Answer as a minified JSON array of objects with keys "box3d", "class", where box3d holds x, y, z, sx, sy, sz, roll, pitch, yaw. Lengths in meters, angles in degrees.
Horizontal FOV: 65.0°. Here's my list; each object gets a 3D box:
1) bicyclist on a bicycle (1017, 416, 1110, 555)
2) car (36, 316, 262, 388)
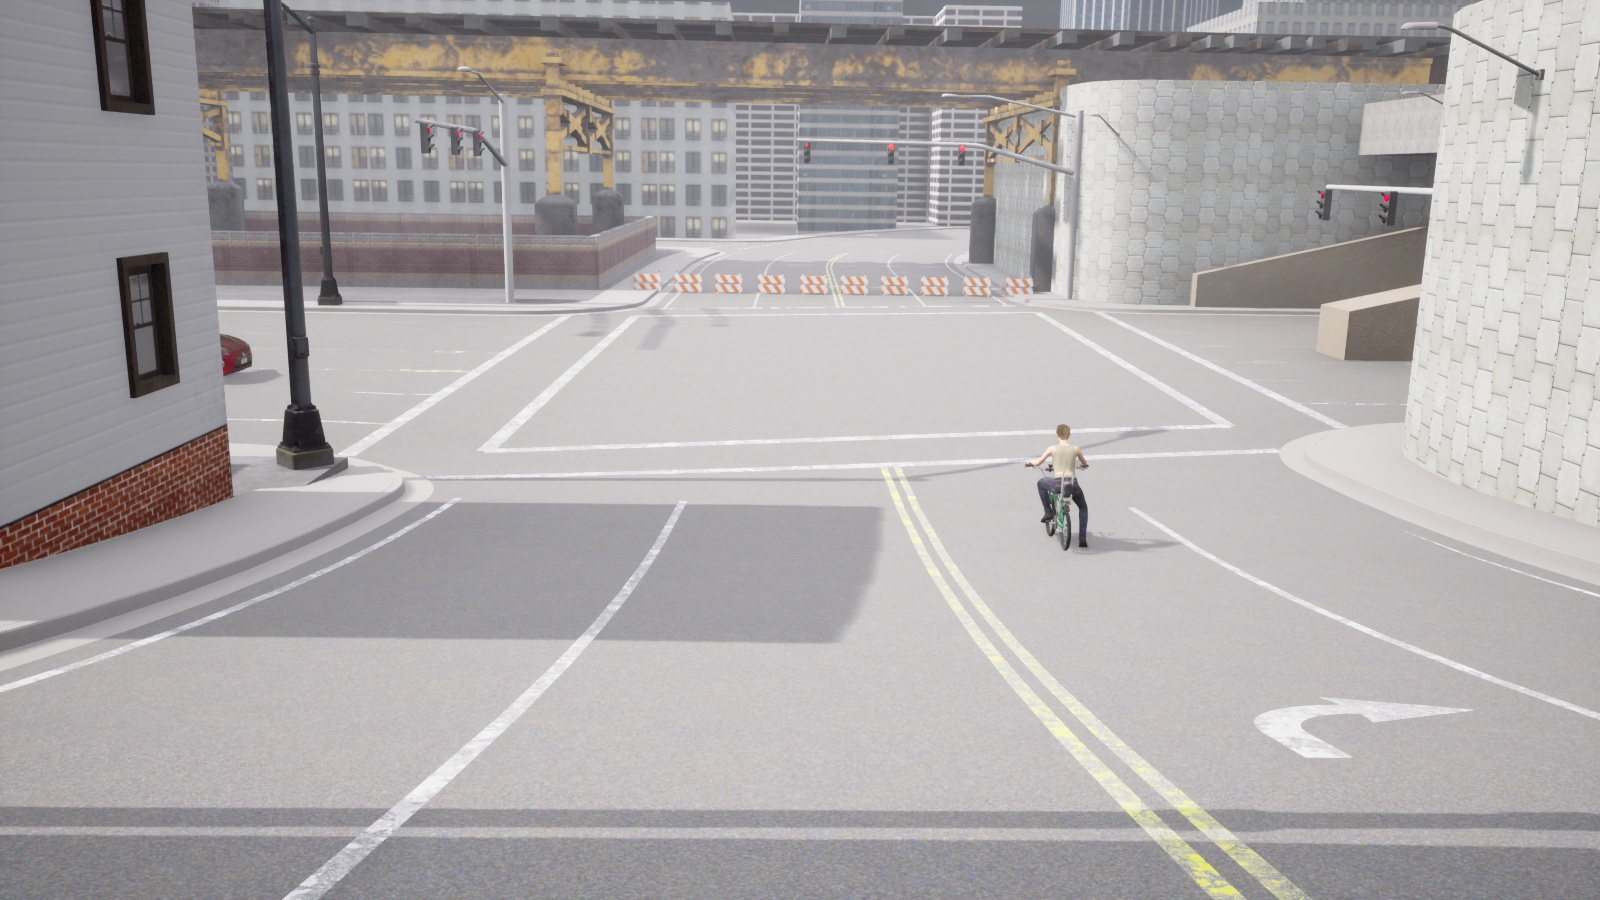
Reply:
[{"box3d":[3.447,0.432,16.595,0.866,1.612,1.509,0,7,0],"class":"bicyclist on a bicycle"},{"box3d":[-16.293,-2.488,31.638,4.514,1.525,2.007,0,12,0],"class":"car"}]
